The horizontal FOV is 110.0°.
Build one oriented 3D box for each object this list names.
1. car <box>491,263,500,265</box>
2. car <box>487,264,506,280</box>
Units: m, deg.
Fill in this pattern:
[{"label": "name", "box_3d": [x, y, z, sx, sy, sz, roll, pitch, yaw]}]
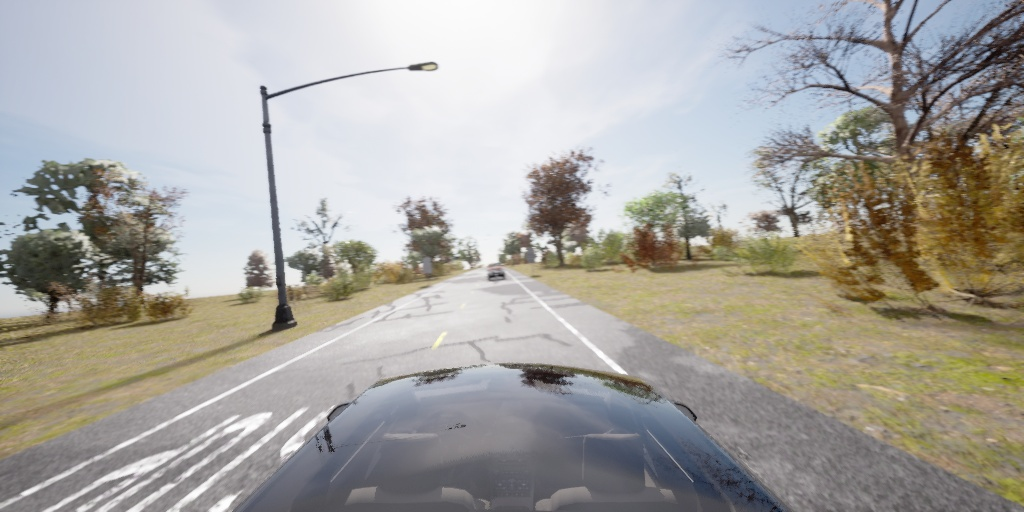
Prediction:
[{"label": "car", "box_3d": [-2.249, 1.766, 50.135, 2.097, 1.767, 4.553, -5, -1, -2]}, {"label": "car", "box_3d": [-1.662, 1.839, 38.437, 1.895, 1.301, 4.718, -5, -1, -3]}]
